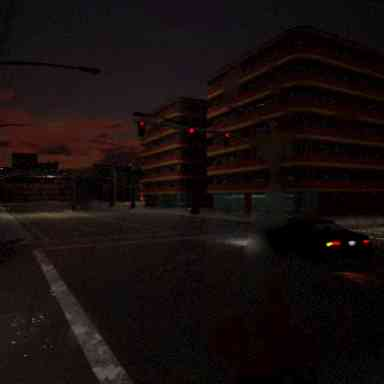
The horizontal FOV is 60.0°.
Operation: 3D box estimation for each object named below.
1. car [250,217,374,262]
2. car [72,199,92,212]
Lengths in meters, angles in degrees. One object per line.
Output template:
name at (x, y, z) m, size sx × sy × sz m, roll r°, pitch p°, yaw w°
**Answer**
car at (4.217, 1.669, 12.738) m, size 2.033 × 1.411 × 5.357 m, roll 0°, pitch -1°, yaw -18°
car at (-16.470, 2.205, 49.479) m, size 1.994 × 1.385 × 4.181 m, roll 0°, pitch -1°, yaw -31°
